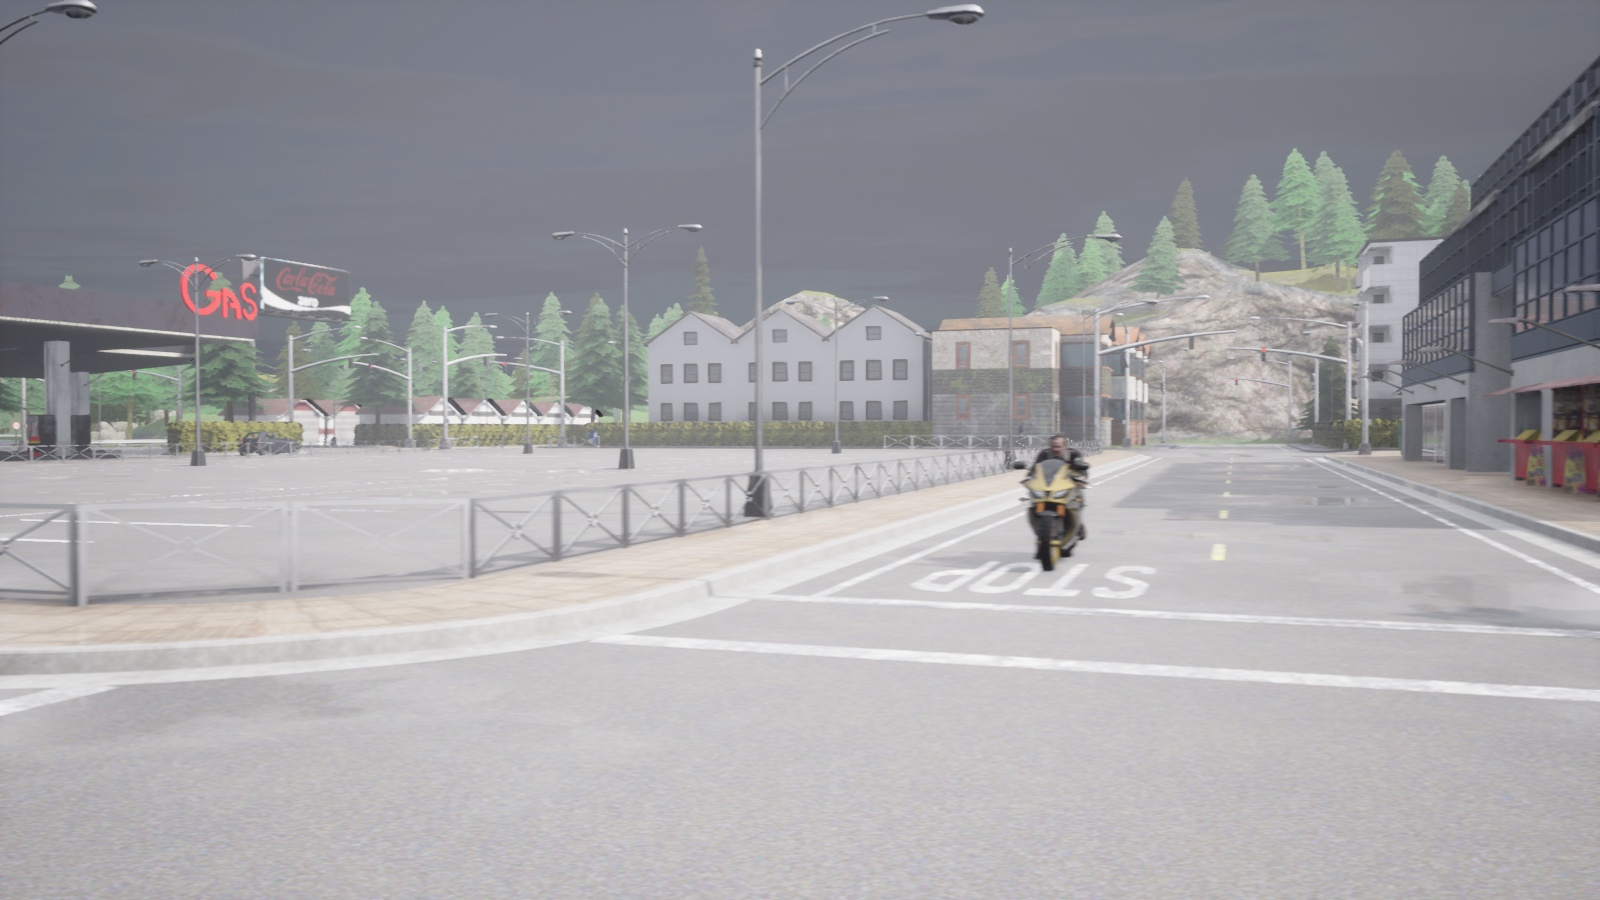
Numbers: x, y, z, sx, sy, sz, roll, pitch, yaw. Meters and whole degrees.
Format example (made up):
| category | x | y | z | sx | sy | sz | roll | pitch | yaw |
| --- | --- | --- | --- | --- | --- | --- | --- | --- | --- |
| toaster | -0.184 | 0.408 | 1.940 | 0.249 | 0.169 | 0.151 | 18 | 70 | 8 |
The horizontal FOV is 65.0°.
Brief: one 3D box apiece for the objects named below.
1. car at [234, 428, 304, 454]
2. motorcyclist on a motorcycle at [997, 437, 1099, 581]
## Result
| category | x | y | z | sx | sy | sz | roll | pitch | yaw |
| --- | --- | --- | --- | --- | --- | --- | --- | --- | --- |
| car | -31.773 | -0.560 | 75.232 | 1.845 | 1.501 | 3.633 | 1 | 1 | 19 |
| motorcyclist on a motorcycle | 2.929 | 0.626 | 14.648 | 0.866 | 1.530 | 2.191 | 1 | 1 | 19 |
